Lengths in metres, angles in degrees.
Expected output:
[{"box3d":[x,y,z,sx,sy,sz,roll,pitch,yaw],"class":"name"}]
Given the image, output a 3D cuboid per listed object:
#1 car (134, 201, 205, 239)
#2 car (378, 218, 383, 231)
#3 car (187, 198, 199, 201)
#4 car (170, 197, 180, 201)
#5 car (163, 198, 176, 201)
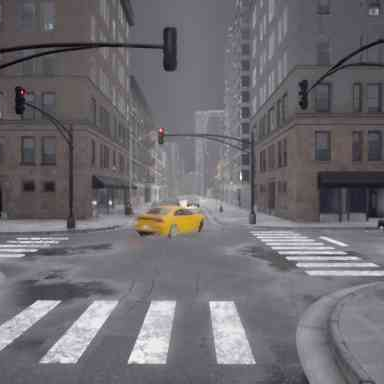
[{"box3d":[-1.012,1.480,17.672,1.882,1.535,5.008,2,1,28],"class":"car"},{"box3d":[12.378,1.563,17.904,4.313,1.339,1.947,0,0,0],"class":"car"},{"box3d":[0.133,1.634,51.907,1.895,1.301,4.718,0,0,0],"class":"car"},{"box3d":[-2.819,1.522,40.165,1.837,1.490,4.892,0,0,0],"class":"car"},{"box3d":[-2.831,1.555,30.010,2.033,1.411,5.357,0,0,0],"class":"car"}]
